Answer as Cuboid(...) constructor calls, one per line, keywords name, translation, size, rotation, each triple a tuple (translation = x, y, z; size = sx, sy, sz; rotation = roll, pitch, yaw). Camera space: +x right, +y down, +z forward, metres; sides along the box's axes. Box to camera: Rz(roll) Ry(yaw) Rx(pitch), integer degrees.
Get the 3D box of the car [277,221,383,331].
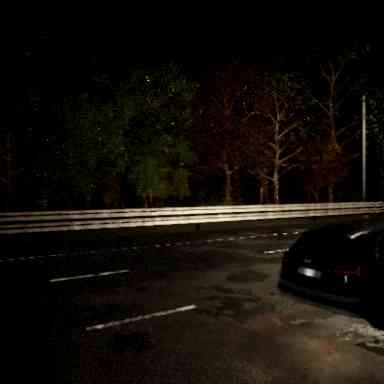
Cuboid(name="car", translation=(3.903, 1.430, 6.835), size=(4.856, 1.649, 2.033), rotation=(0, 0, -32))
